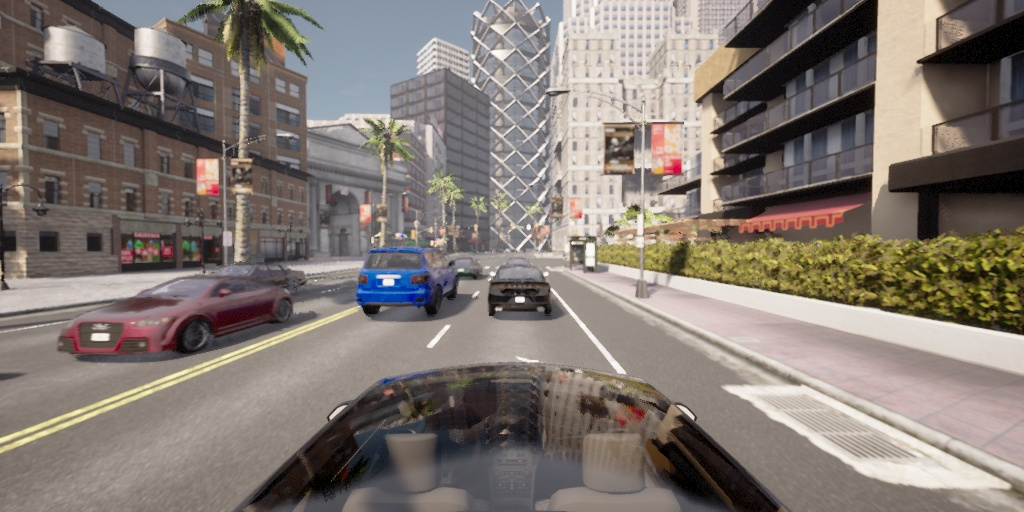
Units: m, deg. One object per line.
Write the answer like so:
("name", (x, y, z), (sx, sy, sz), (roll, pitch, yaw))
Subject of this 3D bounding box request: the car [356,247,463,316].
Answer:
("car", (-3.262, 0.719, 12.244), (2.150, 2.045, 5.566), (0, 2, 1))

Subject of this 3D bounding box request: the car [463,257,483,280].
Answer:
("car", (-3.103, 0.780, 23.996), (1.994, 1.385, 4.181), (0, 1, 1))

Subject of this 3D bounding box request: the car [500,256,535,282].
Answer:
("car", (0.389, 0.773, 23.783), (2.033, 1.411, 5.357), (0, 1, 1))

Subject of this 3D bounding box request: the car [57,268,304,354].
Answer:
("car", (-7.017, 1.153, 8.125), (1.994, 1.385, 4.181), (0, 1, 1))

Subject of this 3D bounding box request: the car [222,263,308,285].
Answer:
("car", (-10.414, 0.987, 14.242), (2.033, 1.411, 5.357), (0, 1, 1))

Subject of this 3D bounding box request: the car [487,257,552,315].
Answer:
("car", (0.245, 0.978, 12.222), (1.882, 1.535, 5.008), (0, 1, 1))
